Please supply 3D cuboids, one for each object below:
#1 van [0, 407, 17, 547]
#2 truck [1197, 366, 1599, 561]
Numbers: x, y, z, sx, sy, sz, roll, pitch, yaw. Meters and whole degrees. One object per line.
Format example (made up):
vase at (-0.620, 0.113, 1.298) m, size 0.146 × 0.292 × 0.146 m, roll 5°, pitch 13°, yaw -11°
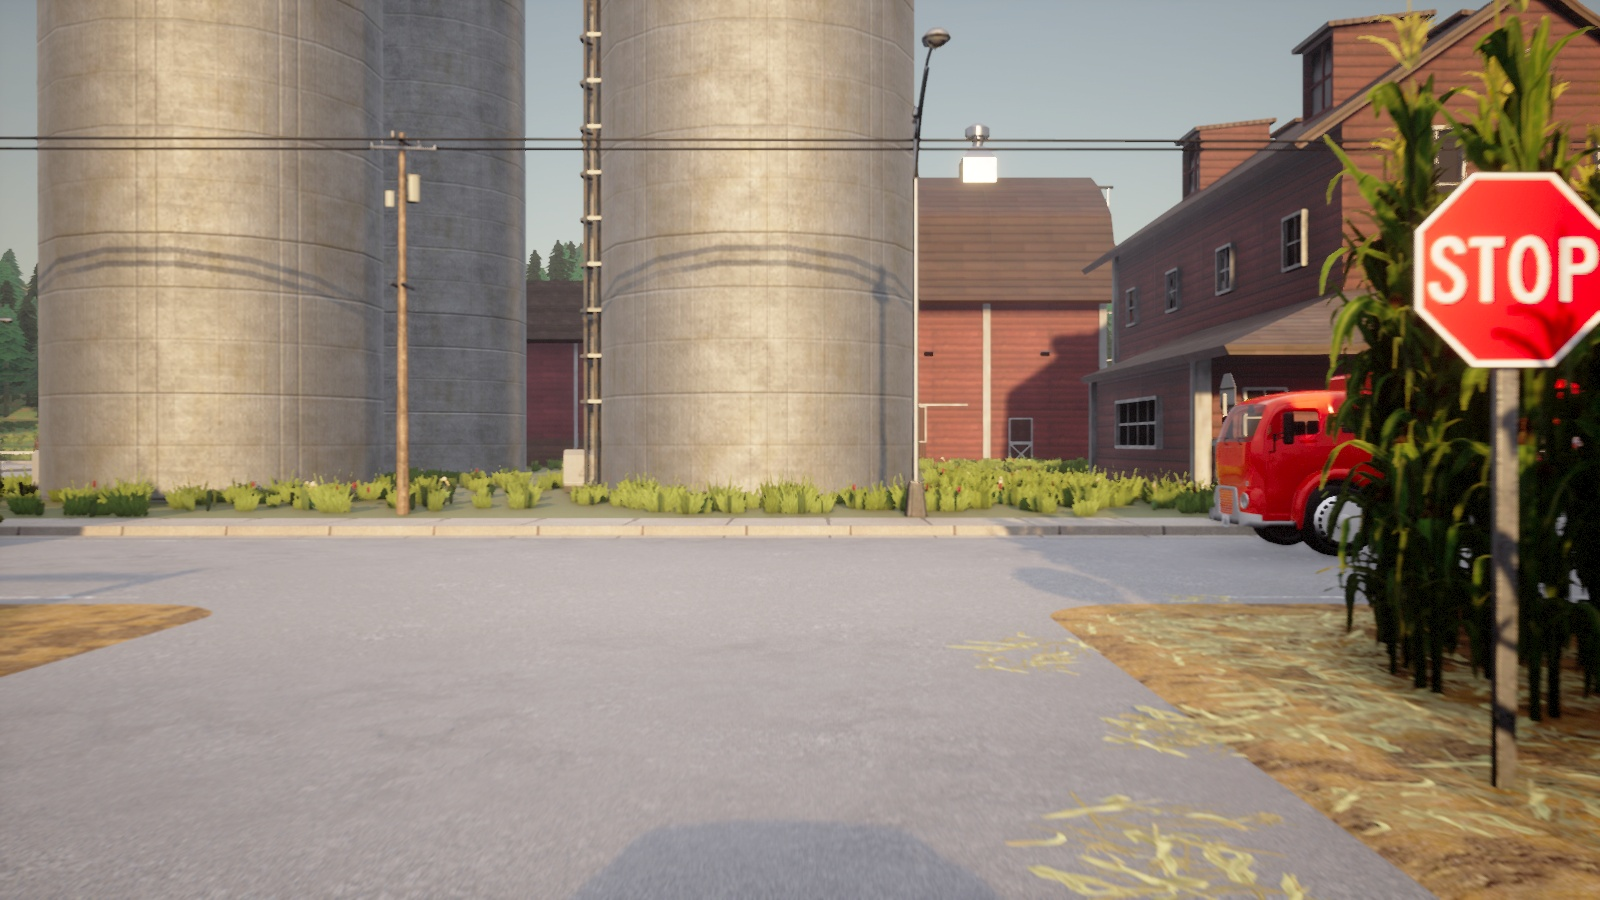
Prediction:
van at (-13.553, 0.386, 17.307) m, size 4.442 × 1.987 × 1.775 m, roll 0°, pitch 0°, yaw 1°
truck at (8.474, 0.164, 17.263) m, size 5.204 × 2.467 × 2.627 m, roll 0°, pitch 0°, yaw 0°
